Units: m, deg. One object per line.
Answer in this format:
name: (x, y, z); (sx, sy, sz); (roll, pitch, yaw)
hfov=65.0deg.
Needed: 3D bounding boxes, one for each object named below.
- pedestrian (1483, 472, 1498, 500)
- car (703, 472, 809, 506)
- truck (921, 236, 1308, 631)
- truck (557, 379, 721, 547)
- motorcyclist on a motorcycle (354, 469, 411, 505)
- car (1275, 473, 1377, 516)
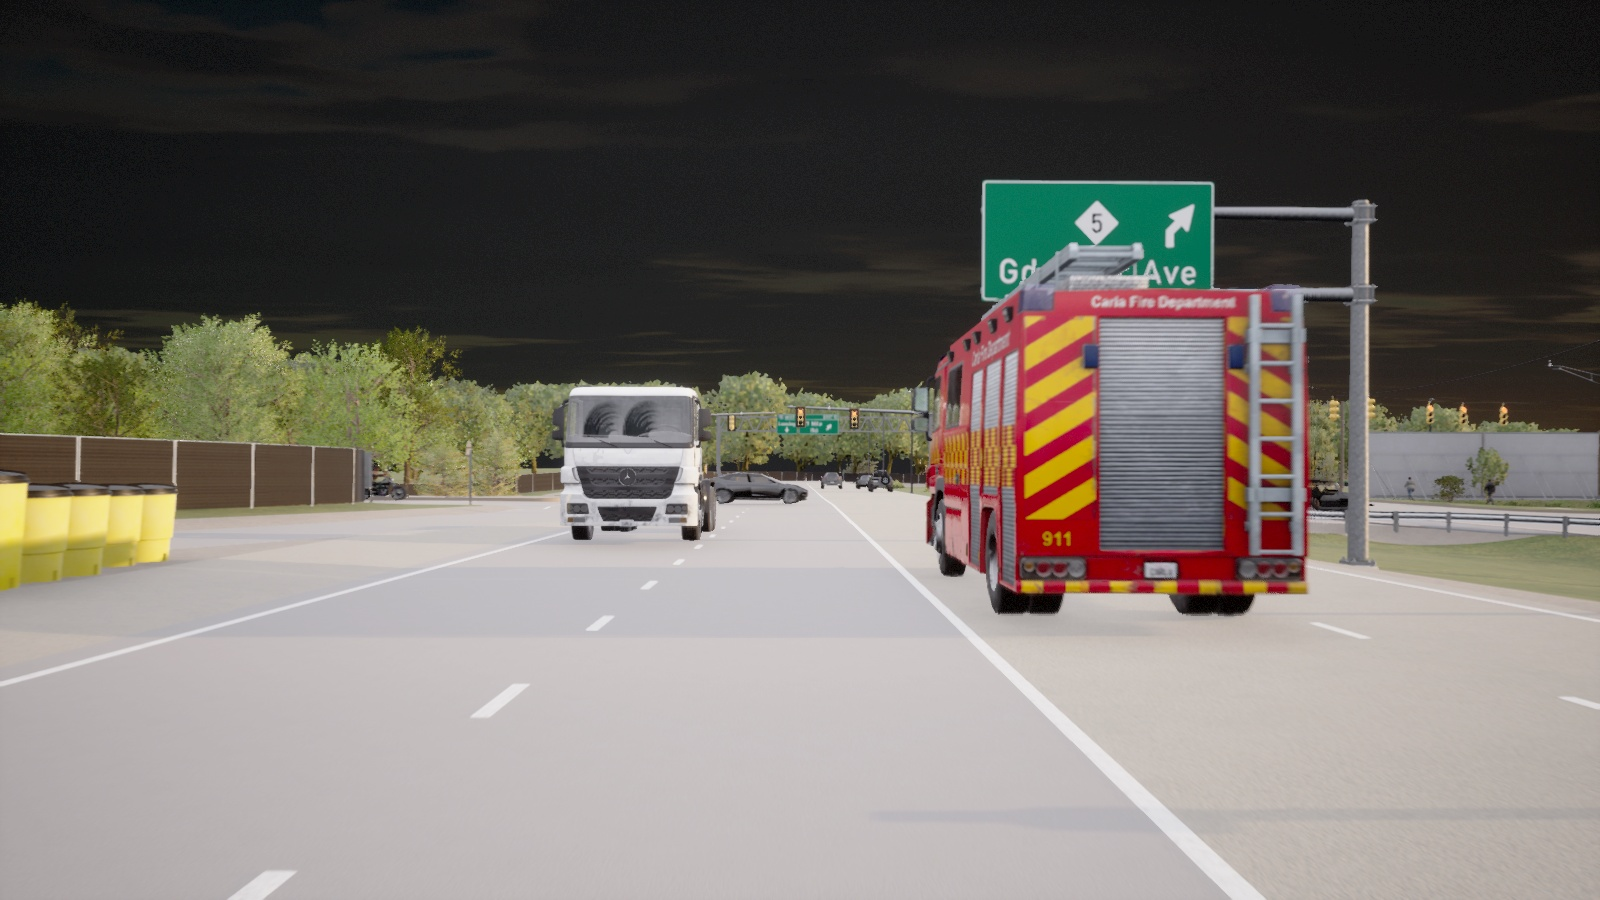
pedestrian: (47.605, 2.476, 86.588); (0.563, 1.883, 0.849); (0, 0, -1)
car: (-1.995, 1.769, 57.678); (4.792, 1.488, 2.163); (0, -1, 0)
truck: (3.458, -0.097, 16.426); (2.891, 3.827, 8.468); (0, -1, 0)
truck: (-3.570, 0.332, 29.865); (2.891, 3.462, 7.936); (0, -1, 0)
motorcyclist on a motorcycle: (-19.131, 1.695, 57.553); (2.350, 1.649, 0.766); (0, -1, 0)
car: (24.142, 2.024, 57.764); (3.866, 1.878, 1.905); (0, -1, 0)
